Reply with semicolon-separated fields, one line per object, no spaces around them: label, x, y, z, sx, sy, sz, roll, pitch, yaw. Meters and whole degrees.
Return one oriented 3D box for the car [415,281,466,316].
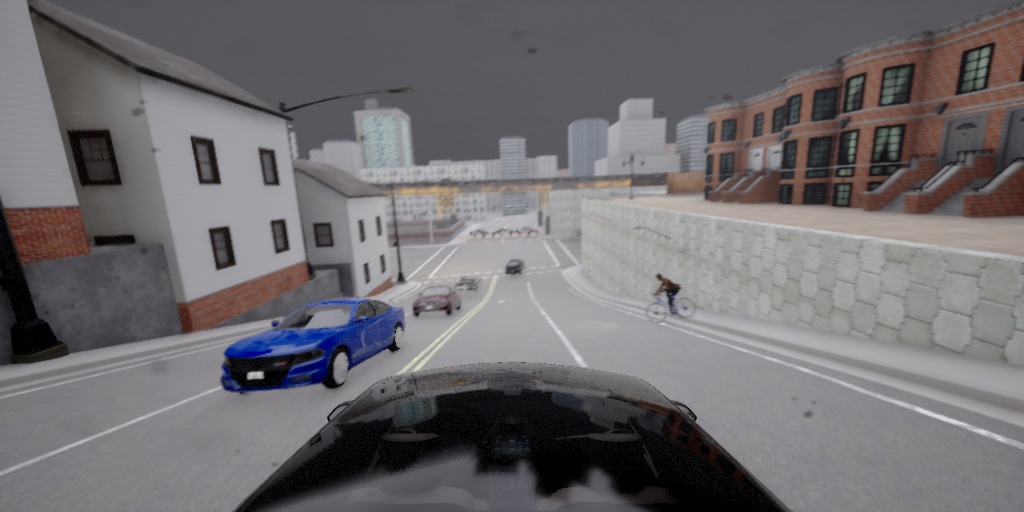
car;-3.849;2.282;19.075;1.812;1.442;4.674;-2;-3;1

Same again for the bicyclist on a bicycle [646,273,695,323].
bicyclist on a bicycle;5.226;1.367;12.026;1.656;1.620;0.582;-10;-3;3

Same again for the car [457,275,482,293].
car;-3.682;2.291;30.300;1.895;1.301;4.718;-2;2;0

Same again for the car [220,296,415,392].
car;-3.998;1.728;8.176;1.882;1.535;5.008;-3;-3;1

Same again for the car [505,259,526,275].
car;0.436;1.110;42.667;1.882;1.535;5.008;-1;11;9
